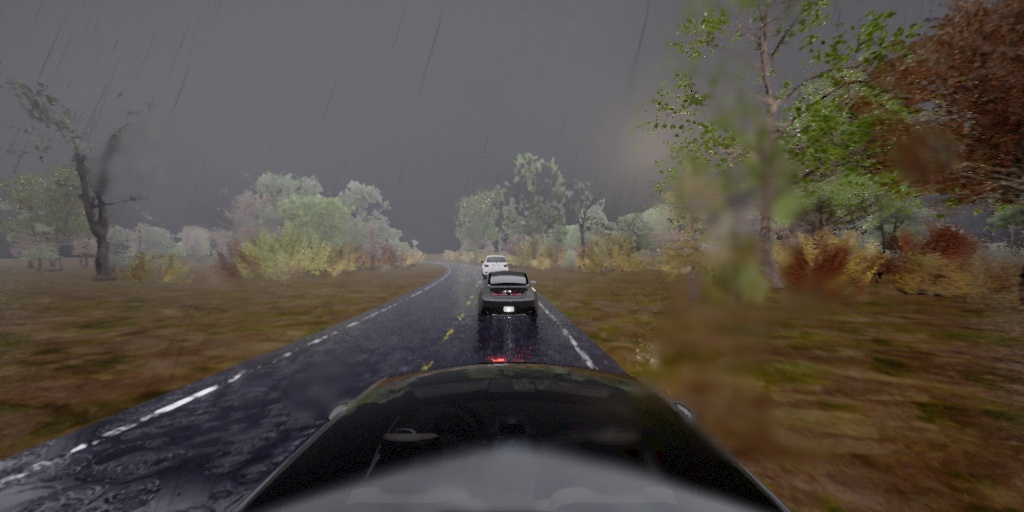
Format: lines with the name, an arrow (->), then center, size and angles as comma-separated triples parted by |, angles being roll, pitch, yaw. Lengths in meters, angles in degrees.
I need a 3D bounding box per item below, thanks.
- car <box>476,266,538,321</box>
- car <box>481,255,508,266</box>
car -> -0.174, 1.255, 12.555 | 1.837, 1.490, 4.892 | 0, 0, -2
car -> -1.571, 0.974, 32.217 | 2.150, 2.045, 5.566 | 0, 0, -6
